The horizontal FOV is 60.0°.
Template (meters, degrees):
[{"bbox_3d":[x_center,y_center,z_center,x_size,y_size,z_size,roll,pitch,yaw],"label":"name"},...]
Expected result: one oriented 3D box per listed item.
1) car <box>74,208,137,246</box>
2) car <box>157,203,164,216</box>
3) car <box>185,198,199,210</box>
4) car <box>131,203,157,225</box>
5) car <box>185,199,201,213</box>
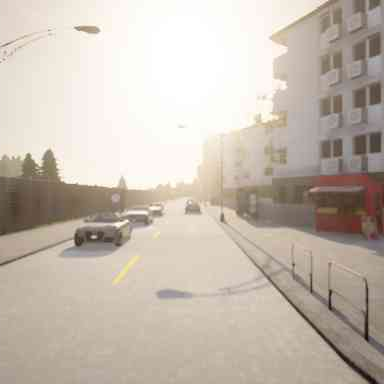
[{"bbox_3d":[-4.089,1.701,15.881,1.994,1.385,4.181,0,0,0],"label":"car"},{"bbox_3d":[-4.051,1.859,36.269,2.033,1.411,5.357,0,0,0],"label":"car"},{"bbox_3d":[0.016,1.797,51.862,2.097,1.767,4.553,0,0,0],"label":"car"},{"bbox_3d":[-4.086,1.749,25.967,1.812,1.442,4.674,0,0,0],"label":"car"},{"bbox_3d":[0.116,1.924,41.920,1.994,1.385,4.181,0,0,0],"label":"car"}]
